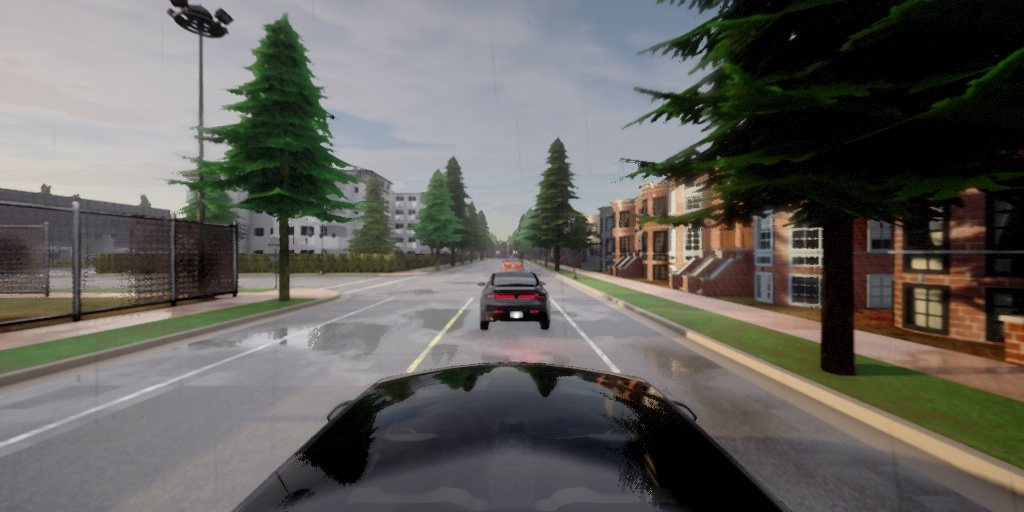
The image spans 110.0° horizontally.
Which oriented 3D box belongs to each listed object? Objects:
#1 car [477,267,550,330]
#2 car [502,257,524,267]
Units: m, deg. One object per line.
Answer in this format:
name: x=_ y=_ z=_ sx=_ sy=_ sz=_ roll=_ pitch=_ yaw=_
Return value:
car: x=0.016 y=1.201 z=10.962 sx=1.837 sy=1.490 sz=4.892 roll=0 pitch=-1 yaw=-2
car: x=0.112 y=0.920 z=36.220 sx=2.097 sy=1.767 sz=4.553 roll=0 pitch=0 yaw=0
